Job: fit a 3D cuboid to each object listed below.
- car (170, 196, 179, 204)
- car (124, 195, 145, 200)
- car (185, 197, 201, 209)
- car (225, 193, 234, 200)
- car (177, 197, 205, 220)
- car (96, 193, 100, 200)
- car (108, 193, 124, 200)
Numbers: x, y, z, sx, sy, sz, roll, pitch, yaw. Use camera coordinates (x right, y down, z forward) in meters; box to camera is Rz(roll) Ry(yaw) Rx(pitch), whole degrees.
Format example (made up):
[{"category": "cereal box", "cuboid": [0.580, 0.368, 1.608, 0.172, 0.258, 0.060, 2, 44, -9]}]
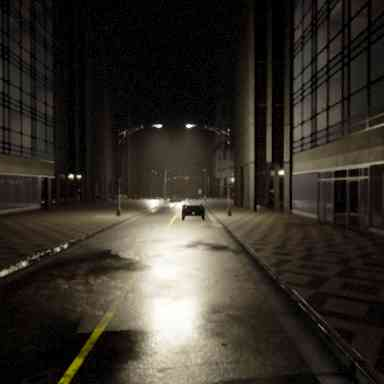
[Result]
[{"category": "car", "cuboid": [-3.014, 1.494, 62.744, 1.895, 1.301, 4.718, 0, 0, 1]}, {"category": "car", "cuboid": [-14.907, 1.470, 88.723, 4.507, 1.381, 1.887, 0, 1, 0]}, {"category": "car", "cuboid": [0.105, 1.452, 44.494, 2.033, 1.411, 5.357, 0, 0, 0]}, {"category": "car", "cuboid": [12.134, 1.368, 88.797, 5.009, 1.841, 2.192, 0, 1, 0]}, {"category": "car", "cuboid": [0.103, 1.423, 27.693, 2.128, 1.511, 4.902, 0, 0, 0]}, {"category": "car", "cuboid": [-25.957, 1.192, 88.687, 5.009, 1.841, 2.192, 0, 1, 0]}, {"category": "car", "cuboid": [-20.433, 1.452, 88.707, 4.403, 1.369, 2.008, 0, 1, 0]}]
